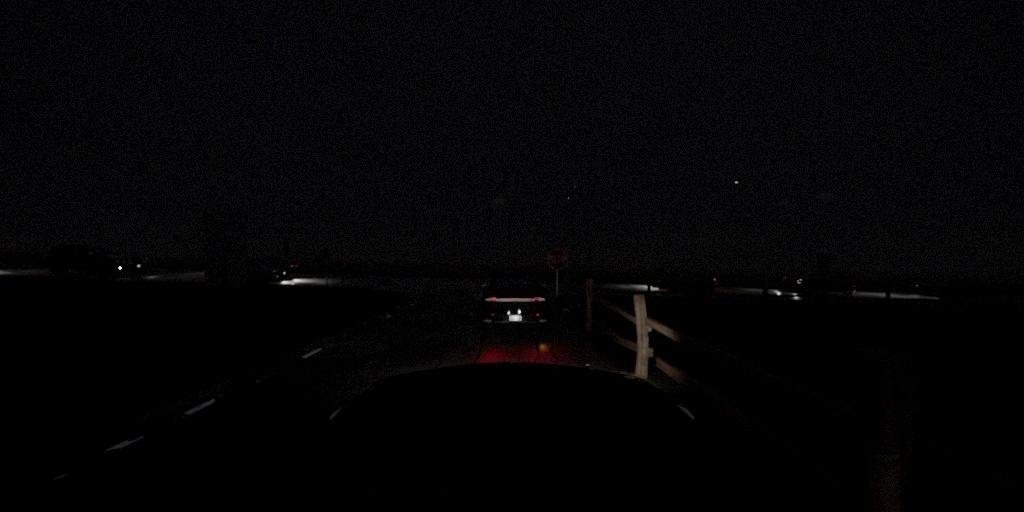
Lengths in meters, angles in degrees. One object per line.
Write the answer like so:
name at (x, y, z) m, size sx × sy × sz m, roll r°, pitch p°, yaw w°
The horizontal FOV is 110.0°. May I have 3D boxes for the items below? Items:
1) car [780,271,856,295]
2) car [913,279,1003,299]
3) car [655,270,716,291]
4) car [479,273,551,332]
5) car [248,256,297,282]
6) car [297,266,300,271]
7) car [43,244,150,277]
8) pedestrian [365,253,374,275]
car at (23.078, 1.888, 27.176) m, size 4.553 × 1.767 × 2.097 m, roll 2°, pitch 2°, yaw 0°
car at (33.618, 2.457, 27.153) m, size 4.718 × 1.301 × 1.895 m, roll 2°, pitch 2°, yaw 0°
car at (13.139, 1.791, 27.194) m, size 4.181 × 1.385 × 1.994 m, roll 2°, pitch 2°, yaw -1°
car at (0.066, 1.272, 10.993) m, size 2.128 × 1.511 × 4.902 m, roll 0°, pitch 0°, yaw 0°
car at (-17.442, 0.931, 24.341) m, size 4.181 × 1.385 × 1.994 m, roll 2°, pitch 2°, yaw 0°
car at (-19.237, 0.729, 27.288) m, size 5.357 × 1.411 × 2.033 m, roll 2°, pitch 2°, yaw 0°
car at (-28.089, 0.234, 24.349) m, size 5.566 × 2.045 × 2.150 m, roll 2°, pitch 2°, yaw 0°
pedestrian at (-12.102, 0.643, 30.284) m, size 0.375 × 1.860 × 0.375 m, roll 0°, pitch 1°, yaw 0°
